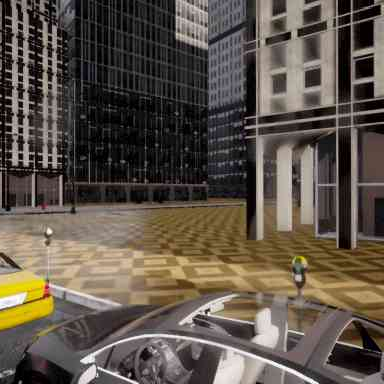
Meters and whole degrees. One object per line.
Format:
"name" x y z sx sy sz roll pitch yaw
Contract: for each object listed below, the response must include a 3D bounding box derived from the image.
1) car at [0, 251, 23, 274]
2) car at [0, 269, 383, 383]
"car" -4.480 1.525 6.079 4.829 1.417 1.752 0 0 36
"car" 0.273 1.551 2.683 4.403 1.369 2.008 0 0 36
